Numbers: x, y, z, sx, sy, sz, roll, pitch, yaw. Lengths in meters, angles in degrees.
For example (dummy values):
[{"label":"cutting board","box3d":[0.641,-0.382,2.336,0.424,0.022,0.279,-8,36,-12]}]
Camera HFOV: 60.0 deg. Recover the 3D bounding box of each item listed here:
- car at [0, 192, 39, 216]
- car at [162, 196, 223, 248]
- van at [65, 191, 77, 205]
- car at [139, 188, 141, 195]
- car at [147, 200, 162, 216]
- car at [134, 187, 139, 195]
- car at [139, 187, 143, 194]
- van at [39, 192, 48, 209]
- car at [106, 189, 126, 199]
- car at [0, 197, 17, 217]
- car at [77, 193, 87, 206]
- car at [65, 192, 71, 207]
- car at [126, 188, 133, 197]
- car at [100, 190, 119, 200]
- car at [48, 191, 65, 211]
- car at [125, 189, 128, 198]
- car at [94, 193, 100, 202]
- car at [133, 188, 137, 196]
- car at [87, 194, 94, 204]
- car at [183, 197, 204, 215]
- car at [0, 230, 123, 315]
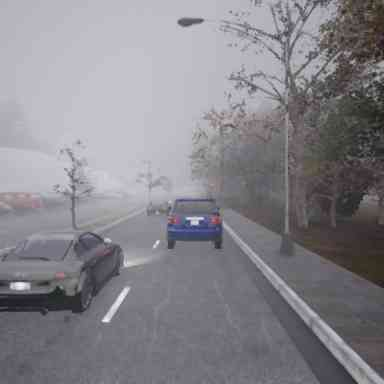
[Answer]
[{"label":"car","box3d":[-16.891,1.057,29.350,5.566,2.045,2.435,-1,1,-20]},{"label":"car","box3d":[0.101,1.183,14.652,2.150,2.045,5.566,0,0,0]},{"label":"van","box3d":[-16.965,0.913,41.254,4.442,1.987,1.878,-1,1,-20]},{"label":"car","box3d":[-16.824,0.349,89.305,4.674,1.452,2.002,-1,1,-20]},{"label":"car","box3d":[-2.898,1.401,30.203,1.895,1.301,4.718,0,1,0]},{"label":"car","box3d":[-16.854,0.206,83.276,5.566,2.045,2.435,-1,2,-20]},{"label":"car","box3d":[-16.851,0.099,92.288,4.553,1.767,2.185,-1,1,-20]},{"label":"van","box3d":[-16.754,1.038,32.393,4.442,1.987,1.878,-1,1,-20]},{"label":"car","box3d":[-17.007,0.746,68.210,5.366,1.575,1.946,-1,1,-20]},{"label":"car","box3d":[-16.859,1.384,26.383,4.674,1.452,2.002,-1,1,-20]},{"label":"car","box3d":[-16.823,0.968,44.290,4.553,1.767,2.185,-1,1,-20]},{"label":"car","box3d":[-16.849,1.181,38.318,4.892,1.521,2.231,-1,1,-20]},{"label":"car","box3d":[-16.809,0.395,74.297,5.566,2.045,2.435,-1,1,-20]},{"label":"car","box3d":[-16.814,0.864,62.287,4.792,1.488,2.163,-1,1,-20]},{"label":"car","box3d":[-16.836,0.971,35.346,5.566,2.045,2.435,-1,1,-20]},{"label":"car","box3d":[-16.838,0.736,71.283,4.674,1.452,2.002,-1,1,-20]},{"label":"car","box3d":[-16.822,1.037,50.283,4.792,1.488,2.163,-1,1,-20]},{"label":"car","box3d":[-16.655,0.517,80.354,5.366,1.575,1.946,-1,1,-20]},{"label":"car","box3d":[-16.845,1.091,47.264,4.674,1.452,2.002,-1,1,-20]},{"label":"car","box3d":[0.102,1.283,31.864,1.837,1.490,4.892,0,1,0]},{"label":"car","box3d":[-2.900,1.558,7.635,1.994,1.385,4.181,0,0,0]}]
